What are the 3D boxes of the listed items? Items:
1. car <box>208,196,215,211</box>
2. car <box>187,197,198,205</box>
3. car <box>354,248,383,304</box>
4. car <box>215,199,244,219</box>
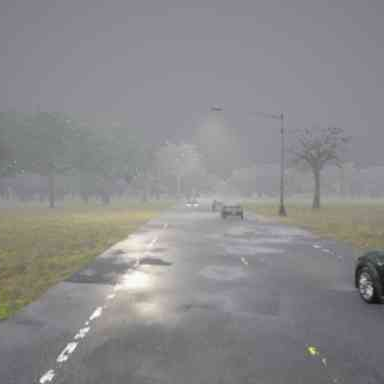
[{"bbox_3d":[3.468,1.610,42.583,2.128,1.511,4.902,0,0,0],"label":"car"},{"bbox_3d":[0.072,1.691,63.404,1.812,1.442,4.674,0,0,1],"label":"car"},{"bbox_3d":[4.546,1.378,5.349,2.097,1.767,4.553,0,0,0],"label":"car"},{"bbox_3d":[3.531,1.575,30.323,2.128,1.511,4.902,0,0,0],"label":"car"}]
